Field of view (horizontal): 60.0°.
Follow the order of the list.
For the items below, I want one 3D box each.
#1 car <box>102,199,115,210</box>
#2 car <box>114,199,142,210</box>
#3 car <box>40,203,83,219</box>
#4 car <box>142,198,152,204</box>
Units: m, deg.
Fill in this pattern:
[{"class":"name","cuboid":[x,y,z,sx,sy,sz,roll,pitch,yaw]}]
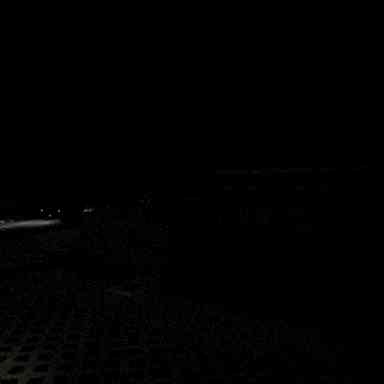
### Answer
[{"class":"car","cuboid":[-10.831,1.653,45.730,2.033,1.411,5.357,0,0,0]},{"class":"car","cuboid":[-7.954,1.663,41.786,1.994,1.385,4.181,0,0,1]},{"class":"car","cuboid":[-11.430,1.627,29.310,1.895,1.301,4.718,0,0,4]},{"class":"car","cuboid":[-8.306,1.739,60.636,2.033,1.411,5.357,0,0,-3]}]
